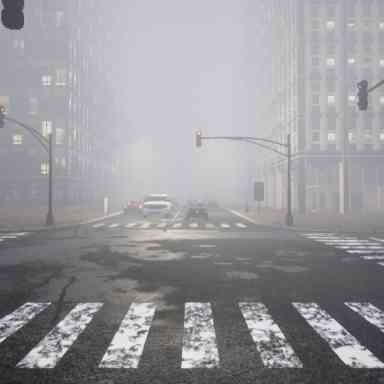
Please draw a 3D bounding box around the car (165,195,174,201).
[{"bbox_3d":[-5.675,1.578,83.908,1.887,1.381,4.507,1,0,0],"label":"car"}]

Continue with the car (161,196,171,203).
[{"bbox_3d":[-5.675,1.573,72.758,1.887,1.381,4.507,1,0,0],"label":"car"}]

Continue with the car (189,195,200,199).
[{"bbox_3d":[0.098,1.586,56.658,1.994,1.385,4.181,0,0,0],"label":"car"}]

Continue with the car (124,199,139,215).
[{"bbox_3d":[-5.674,1.453,33.732,1.967,1.590,4.097,1,0,0],"label":"car"}]

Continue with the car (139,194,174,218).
[{"bbox_3d":[-3.097,1.233,30.297,2.150,2.045,5.566,0,0,0],"label":"car"}]

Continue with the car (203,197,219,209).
[{"bbox_3d":[2.703,1.599,44.944,1.802,1.307,4.206,1,0,0],"label":"car"}]

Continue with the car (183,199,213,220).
[{"bbox_3d":[0.297,1.558,28.263,2.033,1.411,5.357,0,0,-2],"label":"car"}]

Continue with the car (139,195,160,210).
[{"bbox_3d":[-5.671,1.332,44.882,2.192,1.841,5.009,1,0,0],"label":"car"}]

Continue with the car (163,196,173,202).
[{"bbox_3d":[-5.675,1.582,78.333,2.008,1.369,4.403,1,0,0],"label":"car"}]

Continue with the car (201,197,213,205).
[{"bbox_3d":[2.704,1.590,61.677,1.947,1.339,4.313,1,0,0],"label":"car"}]

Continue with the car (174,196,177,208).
[{"bbox_3d":[-3.097,1.541,40.219,1.812,1.442,4.674,0,0,0],"label":"car"}]

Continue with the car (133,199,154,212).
[{"bbox_3d":[-5.677,1.597,39.307,1.802,1.307,4.206,1,0,0],"label":"car"}]

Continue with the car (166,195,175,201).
[{"bbox_3d":[-5.675,1.587,89.483,2.008,1.369,4.403,1,0,0],"label":"car"}]

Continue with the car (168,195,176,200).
[{"bbox_3d":[-5.676,1.605,95.059,1.947,1.339,4.313,1,0,0],"label":"car"}]

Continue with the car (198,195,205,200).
[{"bbox_3d":[2.705,1.584,95.140,1.887,1.381,4.507,1,0,0],"label":"car"}]

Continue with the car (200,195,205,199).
[{"bbox_3d":[2.705,1.547,56.270,1.752,1.417,4.829,1,0,0],"label":"car"}]
